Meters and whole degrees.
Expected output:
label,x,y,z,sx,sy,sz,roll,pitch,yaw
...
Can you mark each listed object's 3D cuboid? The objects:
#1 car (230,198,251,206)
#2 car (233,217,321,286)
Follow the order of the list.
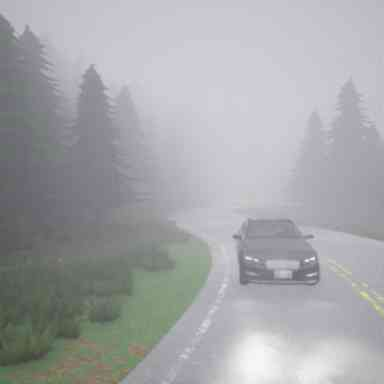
label,x,y,z,sx,sy,sz,roll,pitch,yaw
car,8.403,1.698,57.473,1.812,1.442,4.674,2,1,40
car,2.244,1.517,9.574,2.128,1.511,4.902,-1,0,7
